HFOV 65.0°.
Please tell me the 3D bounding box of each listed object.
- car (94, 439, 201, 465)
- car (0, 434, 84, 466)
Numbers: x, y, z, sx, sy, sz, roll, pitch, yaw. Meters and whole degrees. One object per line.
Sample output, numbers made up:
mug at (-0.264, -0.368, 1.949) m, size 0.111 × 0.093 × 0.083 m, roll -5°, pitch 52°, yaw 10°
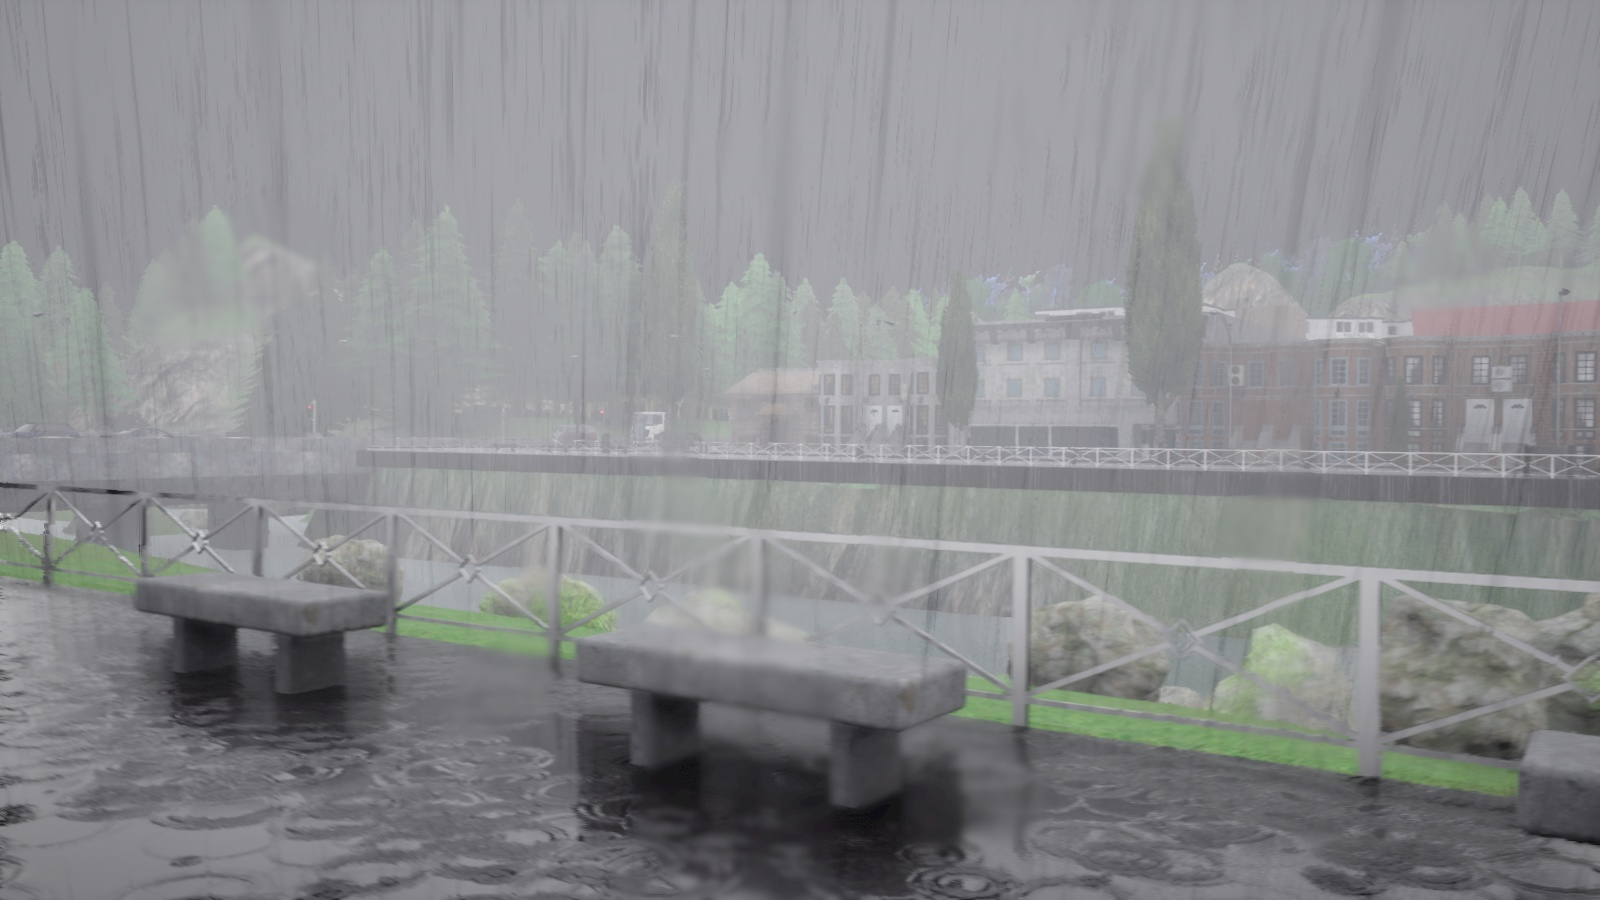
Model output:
car at (-38.934, 0.108, 75.042) m, size 2.033 × 1.411 × 5.357 m, roll 0°, pitch 1°, yaw 34°
car at (-44.784, -0.007, 73.467) m, size 2.097 × 1.767 × 4.553 m, roll 0°, pitch 1°, yaw 34°
